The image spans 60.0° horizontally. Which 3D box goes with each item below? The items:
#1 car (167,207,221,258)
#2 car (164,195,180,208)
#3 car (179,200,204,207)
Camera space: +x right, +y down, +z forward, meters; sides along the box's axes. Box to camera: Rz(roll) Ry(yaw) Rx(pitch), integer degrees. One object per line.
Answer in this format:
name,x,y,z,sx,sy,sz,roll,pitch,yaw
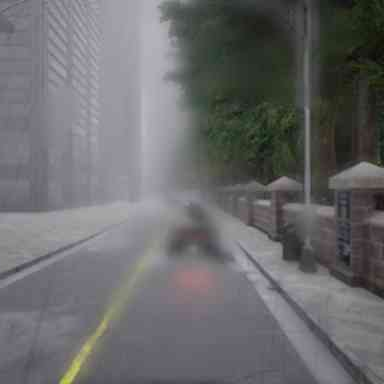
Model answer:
car,0.067,1.562,12.995,1.837,1.490,4.892,0,0,0
car,-3.084,1.455,52.738,2.150,2.045,5.566,0,0,0
car,0.067,1.605,29.469,1.882,1.535,5.008,0,0,0
